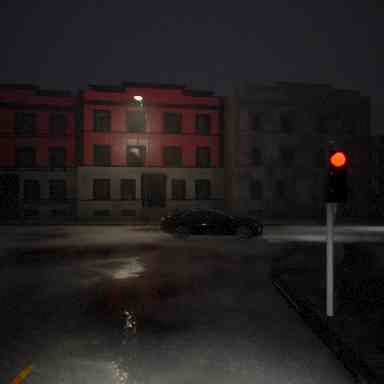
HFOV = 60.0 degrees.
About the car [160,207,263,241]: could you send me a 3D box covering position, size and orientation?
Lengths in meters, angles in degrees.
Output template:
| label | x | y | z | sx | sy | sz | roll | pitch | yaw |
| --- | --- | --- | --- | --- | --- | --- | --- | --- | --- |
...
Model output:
| label | x | y | z | sx | sy | sz | roll | pitch | yaw |
| --- | --- | --- | --- | --- | --- | --- | --- | --- | --- |
| car | 0.902 | 1.491 | 16.051 | 4.902 | 1.511 | 2.128 | 0 | 0 | 0 |
